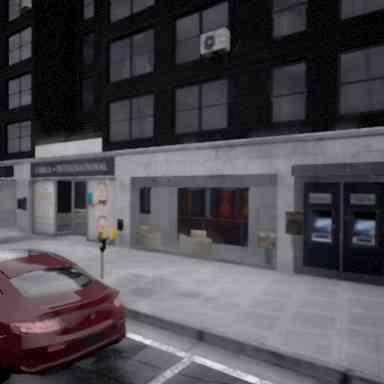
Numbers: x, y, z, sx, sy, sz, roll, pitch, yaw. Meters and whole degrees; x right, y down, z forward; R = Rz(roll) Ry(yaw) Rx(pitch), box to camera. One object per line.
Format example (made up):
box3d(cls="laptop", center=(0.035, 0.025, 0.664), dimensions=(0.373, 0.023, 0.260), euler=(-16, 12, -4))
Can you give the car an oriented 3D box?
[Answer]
box3d(cls="car", center=(-2.816, 1.546, 5.073), dimensions=(4.206, 1.307, 1.802), euler=(0, 0, 35))
